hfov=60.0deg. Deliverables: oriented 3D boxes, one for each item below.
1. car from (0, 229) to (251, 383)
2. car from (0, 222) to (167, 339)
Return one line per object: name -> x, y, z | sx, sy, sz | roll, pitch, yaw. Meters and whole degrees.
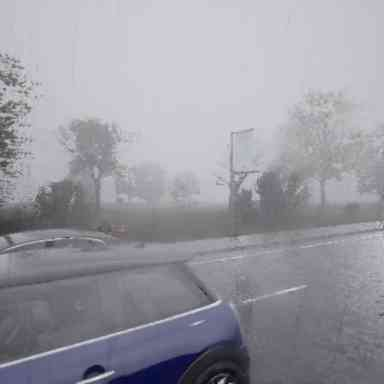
car -> -1.680, 1.352, 2.795 | 4.553, 1.767, 2.097 | 0, 0, -35
car -> -3.032, 1.505, 6.129 | 4.892, 1.490, 1.837 | 0, 0, -35
